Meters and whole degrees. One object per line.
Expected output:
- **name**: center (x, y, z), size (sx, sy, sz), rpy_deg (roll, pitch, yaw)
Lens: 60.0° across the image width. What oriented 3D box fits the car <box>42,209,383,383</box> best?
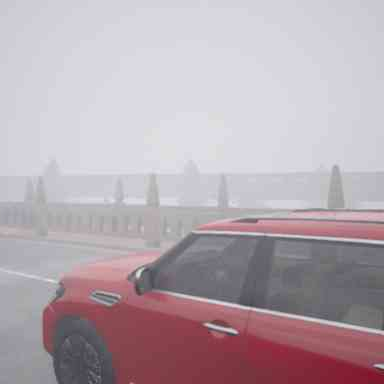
- **car**: center (0.890, 1.197, 3.217), size (5.566, 2.045, 2.150), rpy_deg (0, 0, 35)
